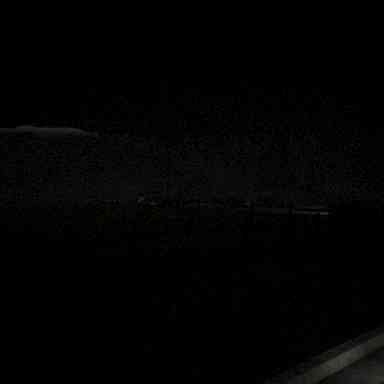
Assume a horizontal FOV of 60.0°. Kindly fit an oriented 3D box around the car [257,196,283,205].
[{"bbox_3d":[13.627,1.491,58.359,2.128,1.511,4.902,0,0,-35],"label":"car"}]

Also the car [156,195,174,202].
[{"bbox_3d":[-6.108,1.500,74.201,1.837,1.490,4.892,0,0,-35],"label":"car"}]

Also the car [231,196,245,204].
[{"bbox_3d":[7.558,1.505,60.939,1.837,1.490,4.892,0,0,-35],"label":"car"}]

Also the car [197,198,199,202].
[{"bbox_3d":[-0.158,1.595,77.906,1.895,1.301,4.718,0,0,-35],"label":"car"}]

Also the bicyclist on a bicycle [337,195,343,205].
[{"bbox_3d":[23.074,1.302,51.786,1.656,1.620,0.582,0,0,-35],"label":"bicyclist on a bicycle"}]

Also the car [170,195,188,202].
[{"bbox_3d":[-3.078,1.500,75.974,1.837,1.490,4.892,0,0,-35],"label":"car"}]

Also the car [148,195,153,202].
[{"bbox_3d":[-8.913,1.500,72.104,1.837,1.490,4.892,0,0,-35],"label":"car"}]

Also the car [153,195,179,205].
[{"bbox_3d":[-4.813,1.564,60.312,1.994,1.385,4.181,0,0,-35],"label":"car"}]

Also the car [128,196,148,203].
[{"bbox_3d":[-11.765,1.478,70.192,1.882,1.535,5.008,0,0,-35],"label":"car"}]

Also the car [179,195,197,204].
[{"bbox_3d":[-1.583,1.526,61.829,1.812,1.442,4.674,0,0,-34],"label":"car"}]

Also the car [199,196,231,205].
[{"bbox_3d":[4.108,1.547,59.775,2.033,1.411,5.357,0,0,-35],"label":"car"}]

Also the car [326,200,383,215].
[{"bbox_3d":[15.183,1.601,31.726,1.895,1.301,4.718,0,0,-35],"label":"car"}]
